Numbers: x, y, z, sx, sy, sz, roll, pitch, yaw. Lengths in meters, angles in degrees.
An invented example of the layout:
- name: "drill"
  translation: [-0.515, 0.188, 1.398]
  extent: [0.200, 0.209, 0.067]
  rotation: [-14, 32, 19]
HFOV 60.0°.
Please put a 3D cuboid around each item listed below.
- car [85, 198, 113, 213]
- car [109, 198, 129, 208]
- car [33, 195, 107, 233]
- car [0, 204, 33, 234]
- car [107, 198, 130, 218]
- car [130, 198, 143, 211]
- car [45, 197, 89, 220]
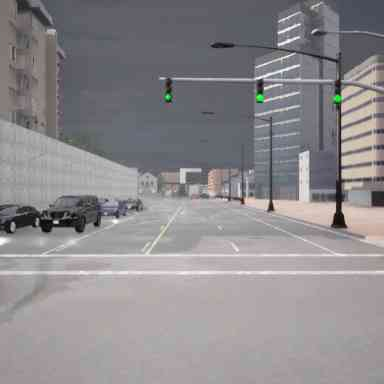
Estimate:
- name: "car"
  translation: [-10.605, 1.504, 38.382]
  extent: [1.837, 1.490, 4.892]
  rotation: [0, 0, 0]
- name: "car"
  translation: [-10.570, 1.599, 48.442]
  extent: [1.895, 1.301, 4.718]
  rotation: [0, 0, 0]
- name: "car"
  translation: [-7.102, 1.221, 20.128]
  extent: [2.150, 2.045, 5.566]
  rotation: [0, 0, 0]
- name: "car"
  translation: [-10.606, 1.504, 19.496]
  extent: [1.837, 1.490, 4.892]
  rotation: [0, 0, 0]
- name: "car"
  translation: [-7.107, 1.525, 29.768]
  extent: [1.812, 1.442, 4.674]
  rotation: [0, 0, 0]
- name: "car"
  translation: [-7.102, 1.490, 40.111]
  extent: [2.128, 1.511, 4.902]
  rotation: [0, 0, 0]
- name: "car"
  translation: [-10.608, 1.351, 28.564]
  extent: [2.097, 1.767, 4.553]
  rotation: [0, 0, 0]
